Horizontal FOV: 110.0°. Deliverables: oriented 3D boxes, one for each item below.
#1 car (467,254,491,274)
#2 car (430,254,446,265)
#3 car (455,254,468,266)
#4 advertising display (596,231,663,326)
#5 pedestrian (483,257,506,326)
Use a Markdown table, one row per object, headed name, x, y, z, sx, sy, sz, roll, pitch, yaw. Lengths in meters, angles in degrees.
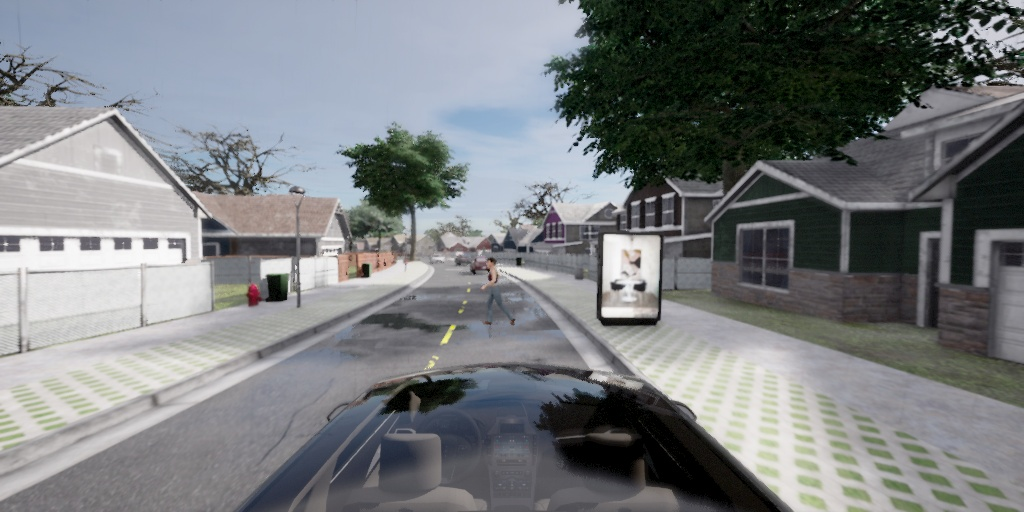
| name | x | y | z | sx | sy | sz | roll | pitch | yaw |
| --- | --- | --- | --- | --- | --- | --- | --- | --- | --- |
| car | -2.667 | 0.751 | 31.605 | 1.812 | 1.442 | 4.674 | 0 | 1 | -10 |
| car | -10.865 | 0.461 | 52.306 | 1.812 | 1.442 | 4.674 | -1 | 1 | -17 |
| car | -6.483 | 0.466 | 47.975 | 2.128 | 1.511 | 4.902 | -1 | 1 | -16 |
| advertising display | 2.872 | 0.636 | 8.901 | 1.540 | 2.440 | 0.280 | 0 | 0 | -2 |
| pedestrian | -0.475 | 0.899 | 9.410 | 0.375 | 1.860 | 0.375 | -2 | 2 | -13 |
